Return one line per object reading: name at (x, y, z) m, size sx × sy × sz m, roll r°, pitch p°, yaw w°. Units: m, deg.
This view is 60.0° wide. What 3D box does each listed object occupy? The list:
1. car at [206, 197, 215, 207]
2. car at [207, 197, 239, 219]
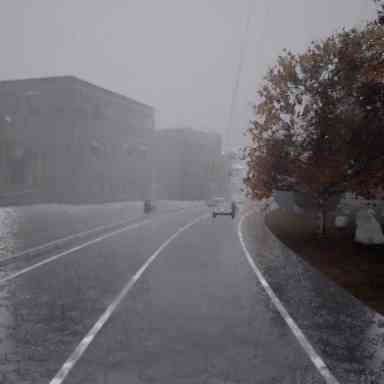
car at (3.404, 1.357, 43.157) m, size 2.033 × 1.411 × 5.357 m, roll 2°, pitch 1°, yaw 19°
car at (2.939, 1.459, 28.751) m, size 2.033 × 1.411 × 5.357 m, roll 1°, pitch 0°, yaw 12°
